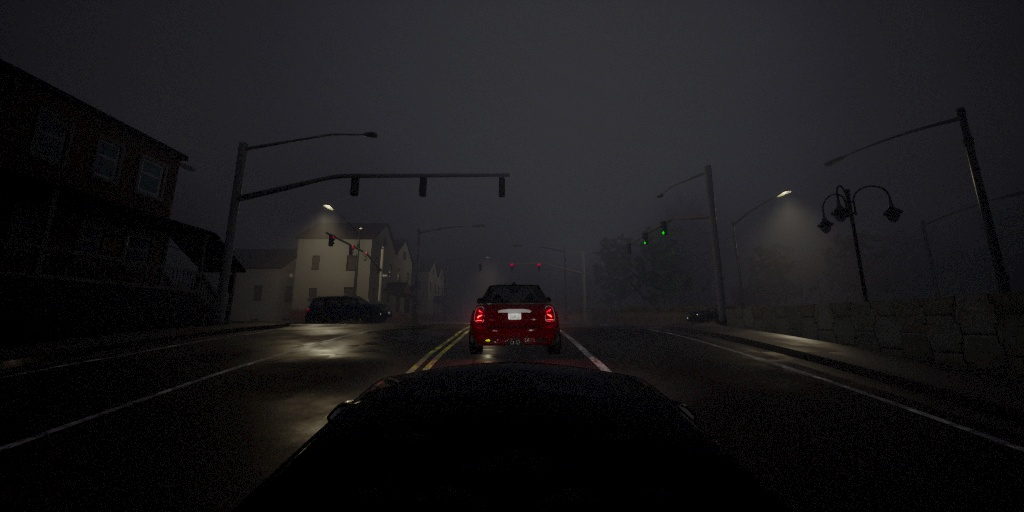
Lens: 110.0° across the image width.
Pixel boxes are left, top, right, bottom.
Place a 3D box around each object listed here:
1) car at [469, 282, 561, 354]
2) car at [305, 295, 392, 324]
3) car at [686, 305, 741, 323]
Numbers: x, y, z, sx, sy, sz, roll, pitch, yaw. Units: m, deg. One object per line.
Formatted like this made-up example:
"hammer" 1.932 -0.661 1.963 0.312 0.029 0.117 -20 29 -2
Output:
"car" 0.060 1.566 10.071 2.097 1.767 4.553 -1 -6 0
"car" -11.362 3.810 25.071 5.566 2.045 2.150 -4 -11 0
"car" 16.305 4.628 28.302 4.902 1.511 2.128 0 -10 1
